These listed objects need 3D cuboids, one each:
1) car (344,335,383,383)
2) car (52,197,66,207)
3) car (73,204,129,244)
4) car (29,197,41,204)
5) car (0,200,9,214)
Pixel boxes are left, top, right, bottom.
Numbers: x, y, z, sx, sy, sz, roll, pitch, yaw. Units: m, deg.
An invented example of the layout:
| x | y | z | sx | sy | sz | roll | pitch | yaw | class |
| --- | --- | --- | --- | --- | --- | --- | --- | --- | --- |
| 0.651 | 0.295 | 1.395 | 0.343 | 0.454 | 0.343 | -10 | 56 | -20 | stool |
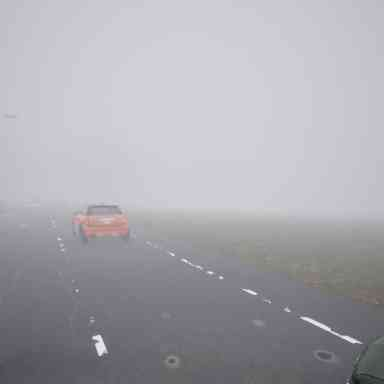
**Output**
| x | y | z | sx | sy | sz | roll | pitch | yaw | class |
| --- | --- | --- | --- | --- | --- | --- | --- | --- | --- |
| 2.707 | 1.221 | 0.158 | 2.150 | 2.045 | 5.566 | 0 | 0 | -24 | car |
| -20.607 | 1.530 | 51.643 | 1.812 | 1.442 | 4.674 | 0 | 0 | -24 | car |
| -4.552 | 1.341 | 16.223 | 2.097 | 1.767 | 4.553 | 0 | 0 | -25 | car |
| -30.538 | 1.632 | 64.727 | 1.895 | 1.301 | 4.718 | 0 | 0 | -21 | car |
| -20.957 | 1.532 | 35.789 | 2.033 | 1.411 | 5.357 | 0 | 0 | -21 | car |
